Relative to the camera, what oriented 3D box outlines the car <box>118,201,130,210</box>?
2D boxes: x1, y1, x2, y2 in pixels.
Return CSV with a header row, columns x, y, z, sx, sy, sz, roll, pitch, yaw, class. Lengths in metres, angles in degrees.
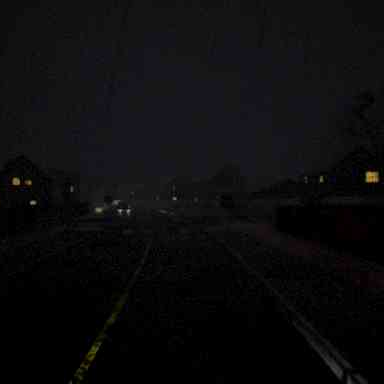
x,y,z,sx,sy,sz,roll,pitch,yaw,class
-12.895,2.551,62.879,1.837,1.490,4.892,0,1,-18,car
